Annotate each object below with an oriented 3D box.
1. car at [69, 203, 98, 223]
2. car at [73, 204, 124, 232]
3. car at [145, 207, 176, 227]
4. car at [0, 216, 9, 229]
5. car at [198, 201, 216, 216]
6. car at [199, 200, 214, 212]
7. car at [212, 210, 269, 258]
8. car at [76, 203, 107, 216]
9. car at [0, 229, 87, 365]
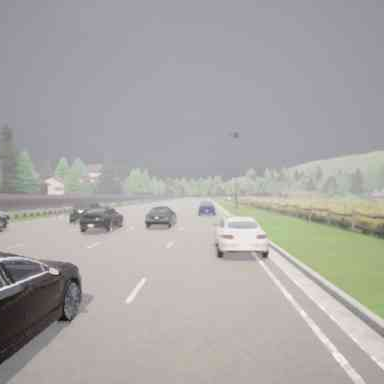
[{"bbox_3d":[-9.091,1.730,29.592,2.097,1.767,4.553,0,-1,2],"label":"car"},{"bbox_3d":[-5.897,1.781,22.153,1.837,1.490,4.892,0,-1,2],"label":"car"},{"bbox_3d":[-2.272,1.837,25.071,2.033,1.411,5.357,0,-1,2],"label":"car"},{"bbox_3d":[-12.999,1.784,19.835,2.128,1.511,4.902,0,-1,2],"label":"car"},{"bbox_3d":[1.722,1.890,38.275,1.882,1.535,5.008,0,-1,3],"label":"car"},{"bbox_3d":[2.108,2.014,48.554,2.128,1.511,4.902,0,-1,2],"label":"car"},{"bbox_3d":[1.867,1.663,13.309,1.812,1.442,4.674,0,-1,2],"label":"car"},{"bbox_3d":[-12.133,2.063,40.667,2.033,1.411,5.357,0,-1,2],"label":"car"},{"bbox_3d":[-3.126,1.561,4.573,2.128,1.511,4.902,0,-1,2],"label":"car"}]
